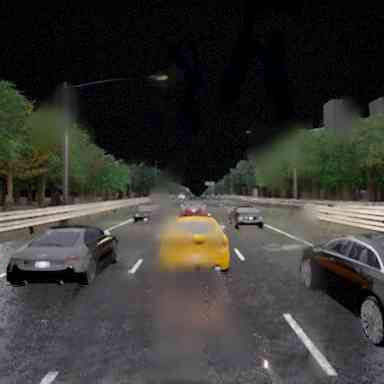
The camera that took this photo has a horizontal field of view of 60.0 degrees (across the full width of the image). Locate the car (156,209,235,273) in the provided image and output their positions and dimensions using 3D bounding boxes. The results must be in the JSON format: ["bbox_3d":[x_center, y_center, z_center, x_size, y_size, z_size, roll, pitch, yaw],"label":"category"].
[{"bbox_3d":[0.102,1.551,11.016,1.882,1.535,5.008,0,0,0],"label":"car"}]

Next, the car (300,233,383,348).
[{"bbox_3d":[3.582,1.538,6.344,2.128,1.511,4.902,0,0,0],"label":"car"}]

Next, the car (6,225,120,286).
[{"bbox_3d":[-3.402,1.630,9.593,1.994,1.385,4.181,0,0,0],"label":"car"}]

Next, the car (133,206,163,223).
[{"bbox_3d":[-3.370,1.731,26.535,1.895,1.301,4.718,0,0,0],"label":"car"}]

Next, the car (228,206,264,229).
[{"bbox_3d":[3.615,1.671,22.877,2.033,1.411,5.357,0,0,0],"label":"car"}]

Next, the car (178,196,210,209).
[{"bbox_3d":[0.129,1.485,27.908,2.097,1.767,4.553,0,0,0],"label":"car"}]
